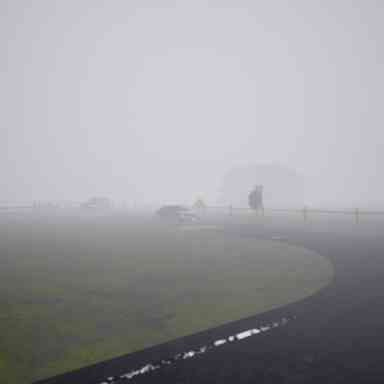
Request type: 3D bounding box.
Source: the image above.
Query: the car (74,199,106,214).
[{"bbox_3d":[-12.667,1.952,41.069,1.812,1.442,4.674,2,-2,-36],"label":"car"}]

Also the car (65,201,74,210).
[{"bbox_3d":[-19.712,2.207,55.497,1.812,1.442,4.674,2,-2,-36],"label":"car"}]

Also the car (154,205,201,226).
[{"bbox_3d":[-1.224,1.724,25.398,1.812,1.442,4.674,2,-2,-36],"label":"car"}]

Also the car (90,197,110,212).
[{"bbox_3d":[-13.392,1.772,46.933,2.150,2.045,5.566,1,-2,-35],"label":"car"}]

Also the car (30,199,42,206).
[{"bbox_3d":[-39.476,2.505,84.146,2.097,1.767,4.553,2,-2,-36],"label":"car"}]

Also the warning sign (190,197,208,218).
[{"bbox_3d":[0.696,1.475,31.782,1.300,1.860,1.060,2,-1,-36],"label":"warning sign"}]
